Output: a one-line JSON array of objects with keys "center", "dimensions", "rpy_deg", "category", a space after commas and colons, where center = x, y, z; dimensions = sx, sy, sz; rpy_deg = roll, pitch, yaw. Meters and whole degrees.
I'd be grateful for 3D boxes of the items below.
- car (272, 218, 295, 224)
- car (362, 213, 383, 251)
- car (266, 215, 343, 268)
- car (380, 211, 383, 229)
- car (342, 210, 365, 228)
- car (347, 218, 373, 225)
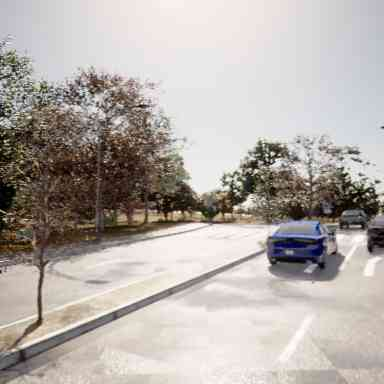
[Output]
[{"center": [20.476, 6.541, 74.809], "dimensions": [4.674, 1.442, 1.812], "rpy_deg": [0, -5, 6], "category": "car"}, {"center": [9.229, 1.802, 15.406], "dimensions": [1.882, 1.535, 5.008], "rpy_deg": [-3, -2, 30], "category": "car"}, {"center": [4.398, 1.849, 12.905], "dimensions": [1.882, 1.535, 5.008], "rpy_deg": [-3, -2, 30], "category": "car"}, {"center": [16.649, 2.221, 27.041], "dimensions": [1.994, 1.385, 4.181], "rpy_deg": [-3, -5, 34], "category": "car"}, {"center": [13.537, 2.238, 27.656], "dimensions": [2.128, 1.511, 4.902], "rpy_deg": [-3, -4, 33], "category": "car"}, {"center": [33.420, 5.807, 66.406], "dimensions": [1.994, 1.385, 4.181], "rpy_deg": [3, -6, -31], "category": "car"}]
